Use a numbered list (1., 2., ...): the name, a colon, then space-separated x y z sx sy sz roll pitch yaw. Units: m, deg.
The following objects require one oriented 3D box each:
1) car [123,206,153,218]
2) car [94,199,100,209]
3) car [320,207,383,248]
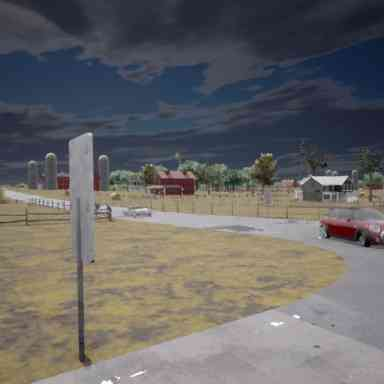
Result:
1. car: -6.576 2.313 40.190 1.895 1.301 4.718 -1 0 -36
2. car: -17.039 1.981 54.901 2.150 2.045 5.566 -1 1 -36
3. car: 8.228 1.554 16.172 2.097 1.767 4.553 -3 0 -10
